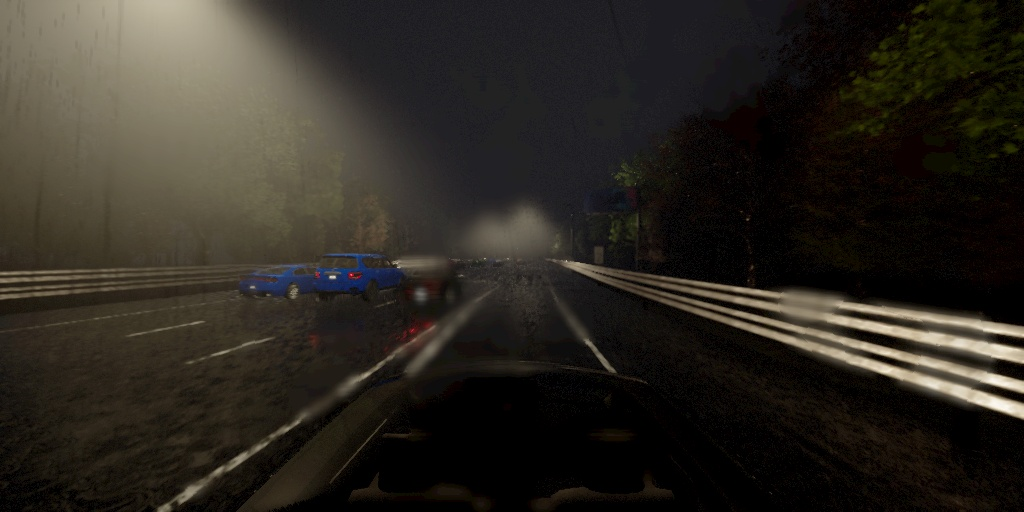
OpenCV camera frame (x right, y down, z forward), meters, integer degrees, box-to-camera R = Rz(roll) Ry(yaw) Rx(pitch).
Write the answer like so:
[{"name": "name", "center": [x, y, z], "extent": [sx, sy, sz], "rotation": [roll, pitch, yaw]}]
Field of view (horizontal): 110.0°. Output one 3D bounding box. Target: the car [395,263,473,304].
[{"name": "car", "center": [-3.311, 1.246, 16.267], "extent": [1.837, 1.490, 4.892], "rotation": [0, 0, 5]}]

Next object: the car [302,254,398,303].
[{"name": "car", "center": [-6.780, 0.930, 16.677], "extent": [2.150, 2.045, 5.566], "rotation": [1, 0, 5]}]

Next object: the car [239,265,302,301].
[{"name": "car", "center": [-10.267, 1.155, 17.001], "extent": [1.882, 1.535, 5.008], "rotation": [1, 0, 5]}]

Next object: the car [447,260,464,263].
[{"name": "car", "center": [-7.572, 1.231, 48.546], "extent": [2.128, 1.511, 4.902], "rotation": [1, 0, 5]}]
